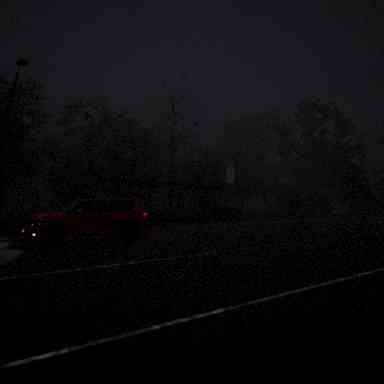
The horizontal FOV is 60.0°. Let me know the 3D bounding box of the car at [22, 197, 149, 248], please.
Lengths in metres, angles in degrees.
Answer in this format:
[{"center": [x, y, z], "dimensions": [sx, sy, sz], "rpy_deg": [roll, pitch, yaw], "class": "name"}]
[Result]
[{"center": [-4.705, 1.273, 15.333], "dimensions": [5.566, 2.045, 2.150], "rpy_deg": [1, 0, -35], "class": "car"}]
